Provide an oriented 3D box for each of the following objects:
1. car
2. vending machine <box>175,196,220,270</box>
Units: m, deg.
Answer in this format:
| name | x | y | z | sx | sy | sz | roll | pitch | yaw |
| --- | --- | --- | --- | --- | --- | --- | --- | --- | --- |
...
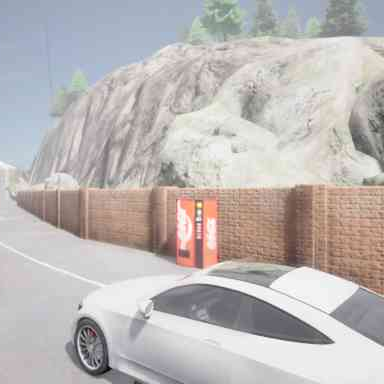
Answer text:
| name | x | y | z | sx | sy | sz | roll | pitch | yaw |
| --- | --- | --- | --- | --- | --- | --- | --- | --- | --- |
| car | 0.510 | 1.526 | 3.786 | 4.674 | 1.442 | 1.812 | 0 | 0 | 39 |
| vending machine | 0.172 | 1.195 | 10.270 | 0.880 | 2.100 | 1.100 | 0 | 0 | 42 |
